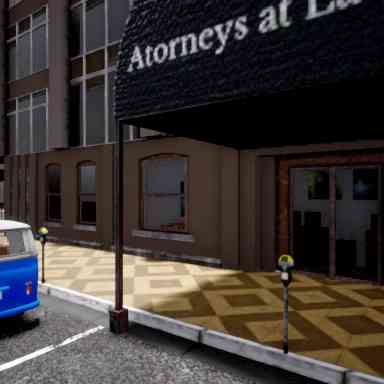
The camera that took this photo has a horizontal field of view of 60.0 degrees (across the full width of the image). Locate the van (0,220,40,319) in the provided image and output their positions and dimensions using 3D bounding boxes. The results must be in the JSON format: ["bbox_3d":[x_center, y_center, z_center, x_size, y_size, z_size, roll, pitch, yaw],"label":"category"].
[{"bbox_3d":[-4.484,1.341,6.066,3.998,1.788,1.690,0,0,35],"label":"van"}]
